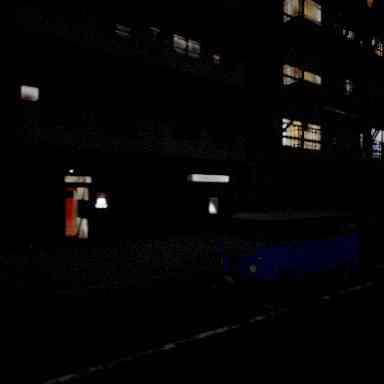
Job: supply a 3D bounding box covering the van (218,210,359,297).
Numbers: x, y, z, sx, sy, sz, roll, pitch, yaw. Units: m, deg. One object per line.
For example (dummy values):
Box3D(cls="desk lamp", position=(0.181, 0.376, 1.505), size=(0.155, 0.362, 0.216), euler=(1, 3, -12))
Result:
Box3D(cls="van", position=(2.515, 1.360, 8.345), size=(3.998, 1.788, 1.690), euler=(0, 0, -35))
